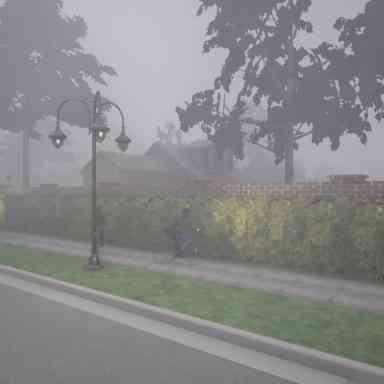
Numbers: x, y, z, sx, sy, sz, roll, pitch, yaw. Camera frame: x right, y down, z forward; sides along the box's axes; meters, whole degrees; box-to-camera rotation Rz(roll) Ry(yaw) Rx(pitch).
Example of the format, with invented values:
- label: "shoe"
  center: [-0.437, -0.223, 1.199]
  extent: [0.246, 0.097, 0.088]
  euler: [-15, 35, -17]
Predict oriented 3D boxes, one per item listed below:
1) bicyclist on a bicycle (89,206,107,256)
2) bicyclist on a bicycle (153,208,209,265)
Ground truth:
- label: "bicyclist on a bicycle"
  center: [-2.930, 1.271, 10.322]
  extent: [0.582, 1.620, 1.656]
  euler: [2, 0, -11]
- label: "bicyclist on a bicycle"
  center: [-0.323, 1.300, 9.610]
  extent: [1.656, 1.620, 0.582]
  euler: [0, 0, 5]
